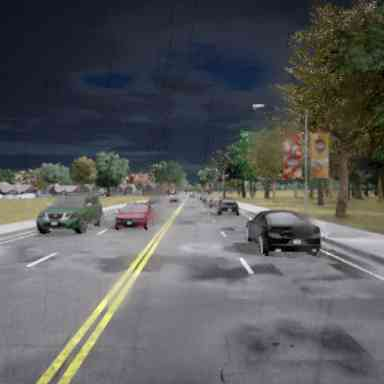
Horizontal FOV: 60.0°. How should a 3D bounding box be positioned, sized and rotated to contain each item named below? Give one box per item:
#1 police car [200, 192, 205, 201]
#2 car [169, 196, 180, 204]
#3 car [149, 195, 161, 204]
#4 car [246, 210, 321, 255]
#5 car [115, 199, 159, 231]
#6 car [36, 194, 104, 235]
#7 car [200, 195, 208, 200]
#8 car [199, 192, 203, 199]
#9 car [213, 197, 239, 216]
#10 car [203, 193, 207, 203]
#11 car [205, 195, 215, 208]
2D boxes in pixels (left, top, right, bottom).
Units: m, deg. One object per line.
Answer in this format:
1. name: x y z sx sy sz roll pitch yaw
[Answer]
1. police car: 3.247 1.378 67.270 2.038 1.542 4.974 0 0 0
2. car: -3.280 1.477 61.666 1.895 1.301 4.718 0 0 1
3. car: -6.548 1.381 59.086 1.837 1.490 4.892 0 0 1
4. car: 3.349 1.425 13.037 1.882 1.535 5.008 0 0 0
5. car: -3.350 1.403 20.292 1.882 1.535 5.008 0 0 0
6. car: -6.600 1.153 18.697 2.150 2.045 5.566 0 0 0
7. car: 3.245 1.432 89.273 1.994 1.385 4.181 0 0 0
8. car: 3.246 1.326 78.460 1.801 1.575 5.366 0 0 0
9. car: 3.345 1.399 31.590 1.837 1.490 4.892 0 -2 1
10. car: 3.247 1.335 56.457 1.801 1.575 5.366 0 0 0
11. car: 3.248 1.433 45.266 2.033 1.411 5.357 0 0 0
